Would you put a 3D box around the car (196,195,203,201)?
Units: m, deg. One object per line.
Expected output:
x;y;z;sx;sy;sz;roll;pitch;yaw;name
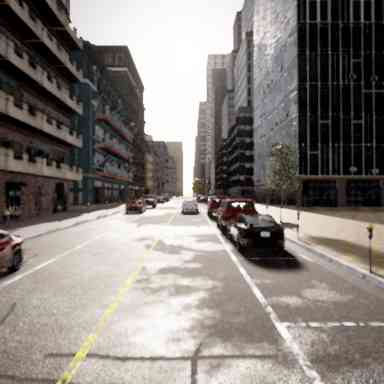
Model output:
1.975;1.573;85.886;1.752;1.417;4.829;0;0;0;car

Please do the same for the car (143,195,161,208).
-6.075;1.308;46.983;2.192;1.841;5.009;1;0;0;car

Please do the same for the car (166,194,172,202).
-6.319;1.352;74.598;2.192;1.841;5.009;1;0;0;car

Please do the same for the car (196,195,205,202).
2.023;1.473;80.192;1.967;1.590;4.097;0;0;0;car

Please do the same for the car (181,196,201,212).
-0.215;1.501;37.699;1.812;1.442;4.674;0;0;-1;car

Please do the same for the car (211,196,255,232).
2.545;1.290;19.441;2.192;1.841;5.009;1;0;0;car

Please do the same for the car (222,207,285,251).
2.590;1.545;13.918;1.947;1.339;4.313;1;0;0;car

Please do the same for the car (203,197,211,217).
2.449;1.285;30.487;2.192;1.841;5.009;1;0;0;car

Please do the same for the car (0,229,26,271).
-5.742;1.583;8.324;1.802;1.307;4.206;1;0;0;car

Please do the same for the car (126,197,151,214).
-5.981;1.531;35.937;1.887;1.381;4.507;1;0;0;car

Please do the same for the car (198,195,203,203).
2.159;1.581;63.623;1.802;1.307;4.206;1;0;0;car

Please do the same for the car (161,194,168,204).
-6.221;1.582;63.552;1.947;1.339;4.313;1;0;0;car
